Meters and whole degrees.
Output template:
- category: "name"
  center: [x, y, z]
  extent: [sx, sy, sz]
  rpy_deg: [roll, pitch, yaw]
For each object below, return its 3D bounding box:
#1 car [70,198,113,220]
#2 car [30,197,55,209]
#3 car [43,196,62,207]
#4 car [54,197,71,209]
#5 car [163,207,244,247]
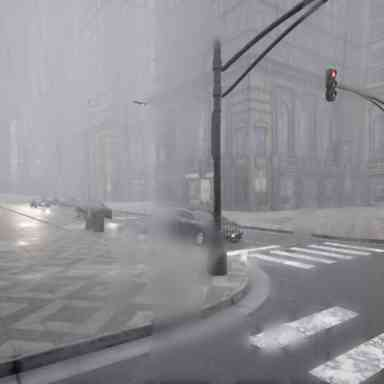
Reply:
- category: "car"
  center: [-8.178, 1.463, 27.479]
  extent: [1.882, 1.535, 5.008]
  rpy_deg: [0, 1, -35]
- category: "car"
  center: [-20.577, 1.435, 45.016]
  extent: [2.128, 1.511, 4.902]
  rpy_deg: [0, 0, -35]
- category: "car"
  center: [-21.957, 1.446, 52.133]
  extent: [1.812, 1.442, 4.674]
  rpy_deg: [0, 0, -35]
- category: "car"
  center: [-16.317, 1.489, 44.318]
  extent: [2.033, 1.411, 5.357]
  rpy_deg: [0, 0, -35]
- category: "car"
  center: [0.343, 1.496, 15.324]
  extent: [1.837, 1.490, 4.892]
  rpy_deg: [0, 0, -32]
